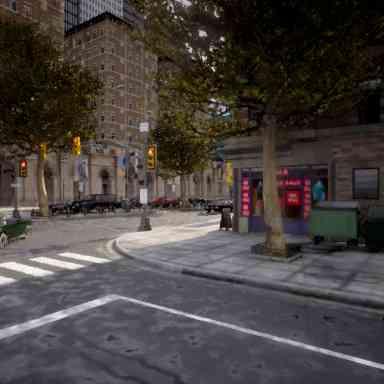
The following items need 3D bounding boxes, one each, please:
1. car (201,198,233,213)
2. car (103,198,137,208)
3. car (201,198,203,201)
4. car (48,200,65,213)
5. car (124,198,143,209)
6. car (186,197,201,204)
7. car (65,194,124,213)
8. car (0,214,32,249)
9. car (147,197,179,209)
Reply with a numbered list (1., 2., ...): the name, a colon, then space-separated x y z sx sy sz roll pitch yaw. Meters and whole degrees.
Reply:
1. car: 3.349 1.601 35.616 1.895 1.301 4.718 0 0 36
2. car: -10.277 1.595 47.932 1.895 1.301 4.718 0 0 36
3. car: 4.026 1.601 56.356 1.895 1.301 4.718 0 0 36
4. car: -13.771 1.547 37.695 2.033 1.411 5.357 0 0 36
5. car: -7.772 1.526 45.997 1.812 1.442 4.674 0 0 36
6. car: 0.674 1.563 57.698 1.994 1.385 4.181 0 0 36
7. car: -10.506 1.221 36.241 2.150 2.045 5.566 0 0 36
8. car: -8.495 1.601 14.302 1.895 1.301 4.718 0 0 -9
9. car: -3.807 1.478 45.532 1.882 1.535 5.008 0 0 36
